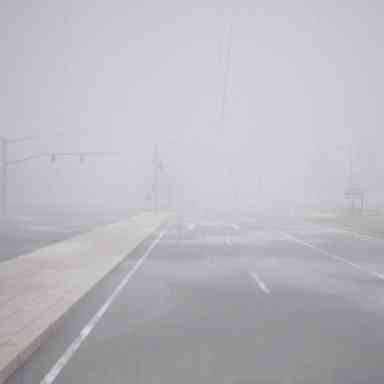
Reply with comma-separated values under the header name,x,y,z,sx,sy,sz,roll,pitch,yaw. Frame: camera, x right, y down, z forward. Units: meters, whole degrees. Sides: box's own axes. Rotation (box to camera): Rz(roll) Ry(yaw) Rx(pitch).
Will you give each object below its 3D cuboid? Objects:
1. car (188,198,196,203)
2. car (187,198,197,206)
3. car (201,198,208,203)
name,x,y,z,sx,sy,sz,roll,pitch,yaw
car,-0.014,2.274,94.239,1.994,1.385,4.181,0,-1,0
car,-0.010,2.171,68.805,1.812,1.442,4.674,0,-1,0
car,3.486,2.317,94.271,1.895,1.301,4.718,0,-1,0
